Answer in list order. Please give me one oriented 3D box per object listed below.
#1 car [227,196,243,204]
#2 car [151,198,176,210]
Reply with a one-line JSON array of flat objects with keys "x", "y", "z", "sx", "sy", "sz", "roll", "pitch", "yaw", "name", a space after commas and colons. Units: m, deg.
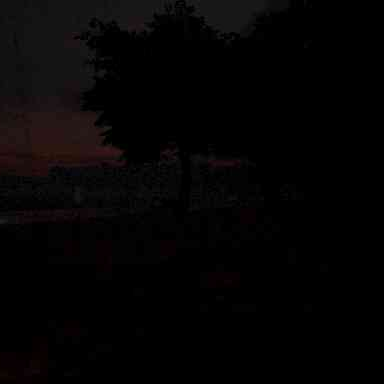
[{"x": 8.321, "y": 1.563, "z": 63.760, "sx": 1.812, "sy": 1.442, "sz": 4.674, "roll": 3, "pitch": 1, "yaw": 30, "name": "car"}, {"x": -3.230, "y": 1.541, "z": 44.373, "sx": 2.033, "sy": 1.411, "sz": 5.357, "roll": 3, "pitch": 1, "yaw": 32, "name": "car"}]
